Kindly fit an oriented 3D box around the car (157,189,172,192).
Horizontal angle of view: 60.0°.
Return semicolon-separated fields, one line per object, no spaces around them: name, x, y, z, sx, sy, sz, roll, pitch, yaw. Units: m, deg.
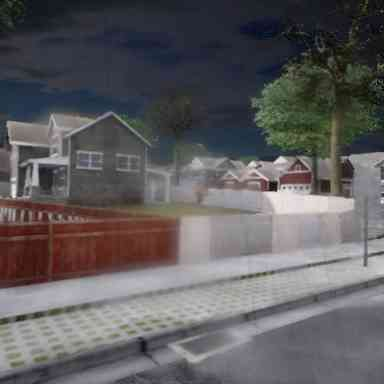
car;-3.705;0.041;50.987;1.837;1.490;4.892;2;1;-32
